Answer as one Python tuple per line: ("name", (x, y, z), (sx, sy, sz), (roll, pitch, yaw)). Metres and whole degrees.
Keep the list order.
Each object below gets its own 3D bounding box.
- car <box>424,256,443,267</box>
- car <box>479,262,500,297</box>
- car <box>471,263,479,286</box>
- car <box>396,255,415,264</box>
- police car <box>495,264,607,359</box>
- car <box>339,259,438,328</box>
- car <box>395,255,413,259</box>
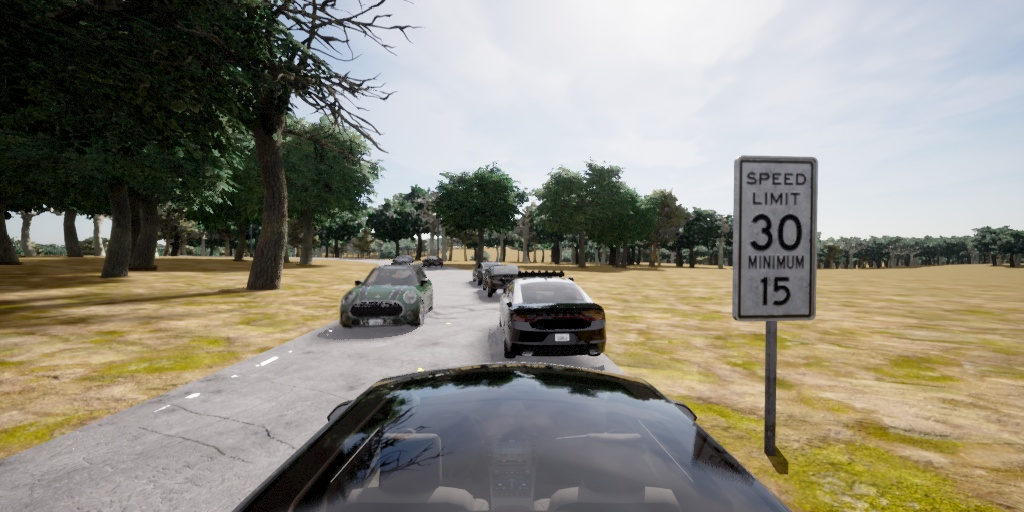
("car", (-10.589, 0.703, 47.799), (1.882, 1.535, 5.008), (0, 1, -25))
("car", (-0.473, 1.174, 18.666), (1.882, 1.535, 5.008), (0, 1, -9))
("car", (-1.615, 1.143, 24.689), (1.837, 1.490, 4.892), (0, 1, -12))
("car", (-18.437, 0.514, 61.886), (1.994, 1.385, 4.181), (-1, 1, -35))
("police car", (0.675, 1.167, 8.627), (1.930, 1.638, 5.238), (0, 0, -4))
("car", (-3.731, 1.098, 11.407), (2.097, 1.767, 4.553), (0, 0, -6))
("car", (-15.764, 0.722, 51.111), (1.994, 1.385, 4.181), (-1, 1, -28))
